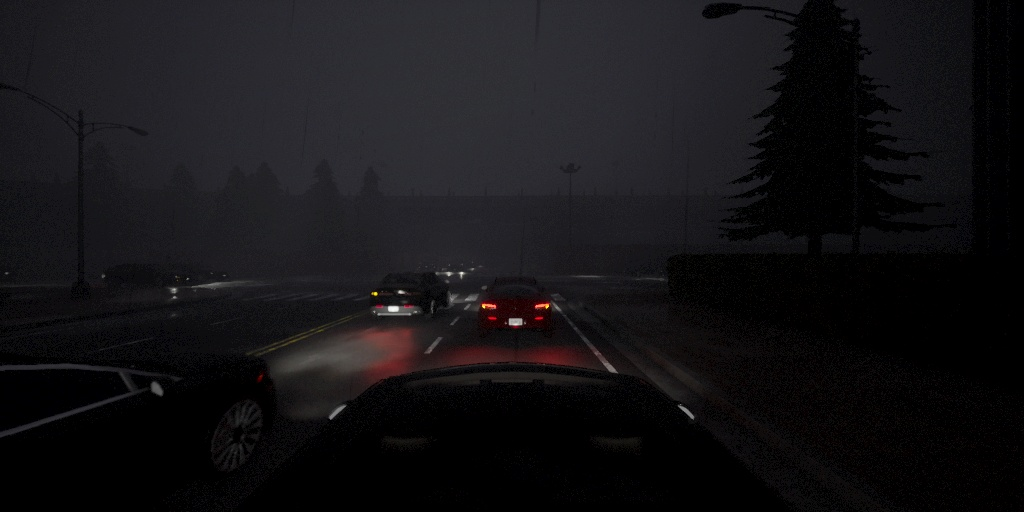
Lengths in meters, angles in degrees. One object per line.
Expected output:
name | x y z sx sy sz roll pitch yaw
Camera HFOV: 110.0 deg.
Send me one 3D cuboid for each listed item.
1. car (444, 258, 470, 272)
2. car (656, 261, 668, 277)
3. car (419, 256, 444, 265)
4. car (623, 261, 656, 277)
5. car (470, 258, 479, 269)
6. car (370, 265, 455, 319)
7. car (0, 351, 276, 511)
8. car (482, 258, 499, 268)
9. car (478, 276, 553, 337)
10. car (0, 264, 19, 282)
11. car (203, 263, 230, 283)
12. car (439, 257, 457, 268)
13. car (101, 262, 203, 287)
car | -7.087 1.102 46.688 2.097 1.767 4.553 0 0 0
car | 15.472 1.242 30.385 5.357 1.411 2.033 0 0 0
car | -10.585 0.971 47.028 2.150 2.045 5.566 0 0 0
car | 13.069 1.186 33.907 4.902 1.511 2.128 0 0 0
car | -7.078 1.102 58.395 2.097 1.767 4.553 0 0 0
car | -3.424 1.256 12.723 1.837 1.490 4.892 0 0 0
car | -3.404 1.241 1.809 2.128 1.511 4.902 0 0 0
car | -3.394 1.102 60.665 2.097 1.767 4.553 0 0 0
car | 0.085 1.276 10.149 1.812 1.442 4.674 0 0 0
car | -39.778 0.915 25.717 5.566 2.045 2.150 0 0 -14
car | -23.757 1.199 26.584 4.892 1.490 1.837 0 0 -1
car | -10.580 1.104 59.507 2.097 1.767 4.553 0 0 0
car | -23.334 1.196 23.093 4.892 1.490 1.837 1 0 0
